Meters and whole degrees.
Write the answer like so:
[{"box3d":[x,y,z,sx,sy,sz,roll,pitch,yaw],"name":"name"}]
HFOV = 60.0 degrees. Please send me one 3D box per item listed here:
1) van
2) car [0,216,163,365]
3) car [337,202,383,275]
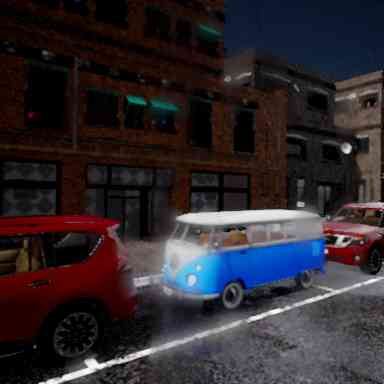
[{"box3d":[1.265,1.326,7.439,3.998,1.788,1.690,0,1,-35],"name":"van"},{"box3d":[-3.137,1.315,4.299,5.009,1.841,2.192,0,1,-35],"name":"car"},{"box3d":[5.667,1.283,10.578,5.009,1.841,2.192,0,1,-35],"name":"car"}]
